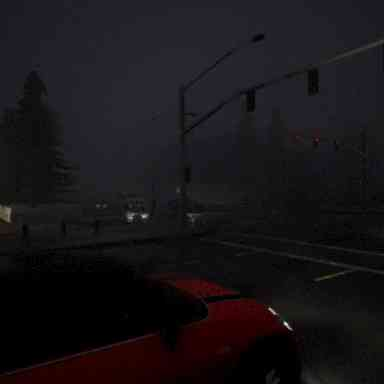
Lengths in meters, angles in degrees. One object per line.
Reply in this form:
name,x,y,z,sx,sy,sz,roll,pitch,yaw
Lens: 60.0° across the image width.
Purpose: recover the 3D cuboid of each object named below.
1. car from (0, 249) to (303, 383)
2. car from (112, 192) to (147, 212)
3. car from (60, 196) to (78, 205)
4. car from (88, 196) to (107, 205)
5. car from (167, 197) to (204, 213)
car,-1.067,1.344,3.035,4.553,1.767,2.097,-1,0,-35
car,-7.203,1.066,37.568,2.150,2.045,5.566,-1,0,-36
car,-21.186,1.393,57.299,2.033,1.411,5.357,-1,0,-35
car,-15.989,1.359,55.979,2.033,1.411,5.357,-1,0,-35
car,-0.724,1.289,34.526,1.882,1.535,5.008,-1,0,-36
